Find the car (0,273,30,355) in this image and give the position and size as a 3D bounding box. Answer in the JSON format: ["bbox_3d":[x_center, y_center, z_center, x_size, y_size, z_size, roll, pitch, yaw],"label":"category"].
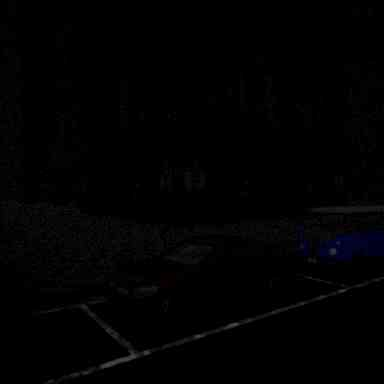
[{"bbox_3d":[-4.224,1.553,3.639,4.403,1.369,2.008,0,0,-36],"label":"car"}]

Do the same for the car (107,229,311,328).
[{"bbox_3d":[0.365,1.577,6.914,4.206,1.307,1.802,0,0,-36],"label":"car"}]

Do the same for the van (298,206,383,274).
[{"bbox_3d":[4.952,1.329,10.189,3.998,1.788,1.690,0,0,-36],"label":"van"}]
